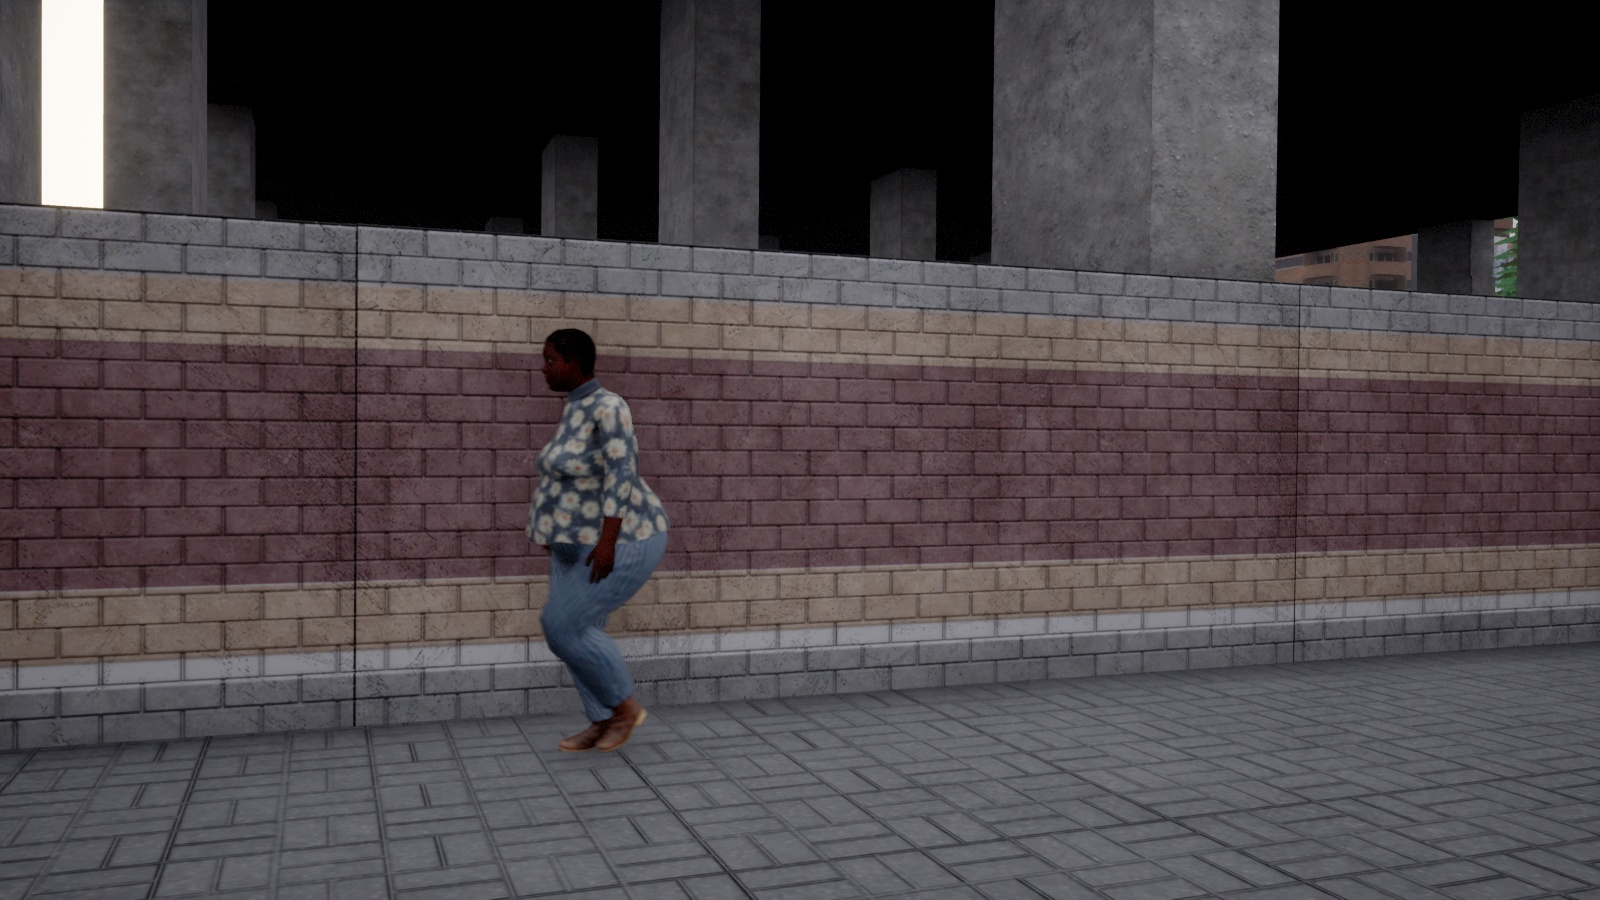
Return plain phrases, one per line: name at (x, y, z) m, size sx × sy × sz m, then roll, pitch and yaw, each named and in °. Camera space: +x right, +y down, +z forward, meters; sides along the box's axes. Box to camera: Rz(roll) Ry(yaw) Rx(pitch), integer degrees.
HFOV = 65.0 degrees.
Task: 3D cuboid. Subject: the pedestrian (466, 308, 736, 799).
pedestrian at (-0.864, 0.380, 5.322) m, size 0.900 × 1.855 × 0.874 m, roll -1°, pitch 1°, yaw -25°
